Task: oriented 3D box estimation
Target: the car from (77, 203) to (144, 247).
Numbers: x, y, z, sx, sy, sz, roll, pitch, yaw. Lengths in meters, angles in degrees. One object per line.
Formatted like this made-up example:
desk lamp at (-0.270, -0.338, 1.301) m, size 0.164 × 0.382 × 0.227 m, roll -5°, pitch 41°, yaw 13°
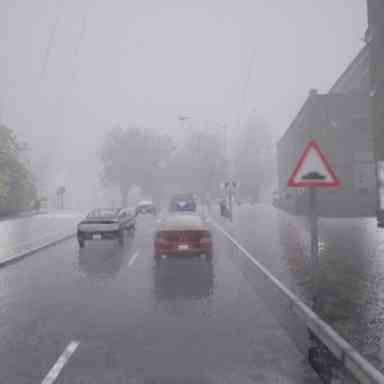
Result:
car at (-3.645, 1.467, 14.873) m, size 2.128 × 1.511 × 4.902 m, roll 0°, pitch 0°, yaw -2°

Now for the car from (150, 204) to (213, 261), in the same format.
car at (-0.316, 1.456, 12.287) m, size 1.882 × 1.535 × 5.008 m, roll 0°, pitch 1°, yaw -2°

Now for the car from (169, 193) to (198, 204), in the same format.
car at (-0.736, 1.075, 27.985) m, size 2.150 × 2.045 × 5.566 m, roll 0°, pitch 1°, yaw 0°

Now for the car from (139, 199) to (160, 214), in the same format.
car at (-3.909, 1.384, 29.927) m, size 1.812 × 1.442 × 4.674 m, roll 0°, pitch 0°, yaw 2°
